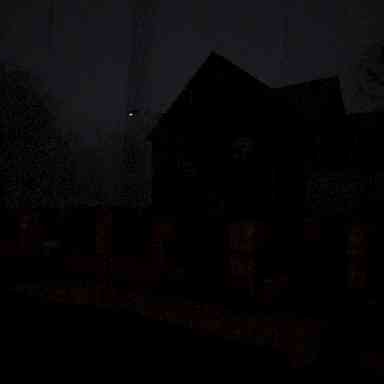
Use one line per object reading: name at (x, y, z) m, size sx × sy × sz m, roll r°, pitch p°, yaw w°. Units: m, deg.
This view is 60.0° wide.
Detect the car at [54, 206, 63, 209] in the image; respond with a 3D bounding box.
car at (-11.920, 1.819, 33.530) m, size 1.837 × 1.490 × 4.892 m, roll -1°, pitch -1°, yaw 36°

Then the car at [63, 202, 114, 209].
car at (-9.376, 1.809, 31.502) m, size 1.812 × 1.442 × 4.674 m, roll -1°, pitch -1°, yaw 36°

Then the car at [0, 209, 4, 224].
car at (-14.932, 1.852, 23.663) m, size 1.895 × 1.301 × 4.718 m, roll -1°, pitch -1°, yaw 35°

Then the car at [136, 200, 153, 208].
car at (-5.143, 1.843, 43.056) m, size 2.128 × 1.511 × 4.902 m, roll -1°, pitch -1°, yaw 36°
